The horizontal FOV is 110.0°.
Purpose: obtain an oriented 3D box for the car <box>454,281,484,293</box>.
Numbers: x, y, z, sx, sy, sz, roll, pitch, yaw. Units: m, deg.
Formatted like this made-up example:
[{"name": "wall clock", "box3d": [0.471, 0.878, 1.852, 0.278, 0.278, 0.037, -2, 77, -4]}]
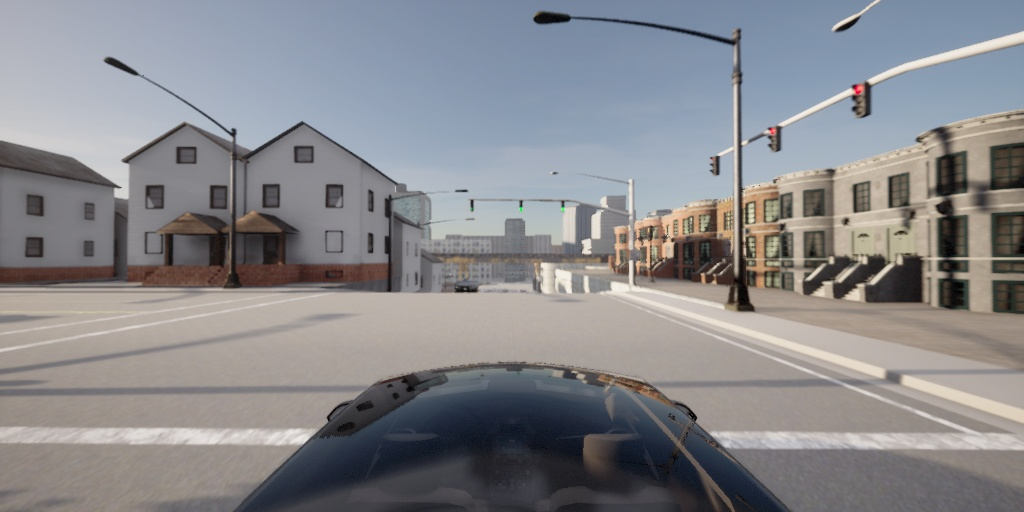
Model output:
[{"name": "car", "box3d": [-3.570, 2.814, 29.419, 1.837, 1.490, 4.892, -1, -14, -1]}]
